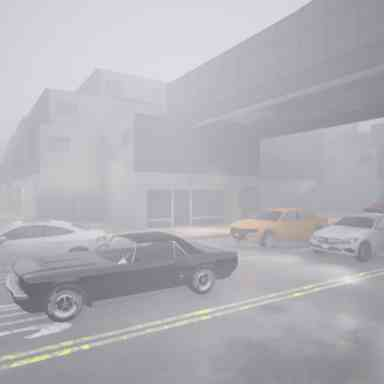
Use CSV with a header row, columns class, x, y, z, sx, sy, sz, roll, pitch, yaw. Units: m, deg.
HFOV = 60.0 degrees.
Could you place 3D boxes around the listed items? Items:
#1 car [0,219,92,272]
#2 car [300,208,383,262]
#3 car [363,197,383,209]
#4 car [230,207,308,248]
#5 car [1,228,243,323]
class,x,y,z,sx,sy,sz,roll,pitch,yaw
car,-4.736,1.522,9.439,4.674,1.442,1.812,0,0,-29
car,6.355,1.515,12.194,4.674,1.442,1.812,0,0,-32
car,12.683,1.204,20.374,5.566,2.045,2.150,0,0,-32
car,3.915,1.466,14.789,5.008,1.535,1.882,0,0,-32
car,-1.360,1.597,7.271,4.718,1.301,1.895,0,0,-33
